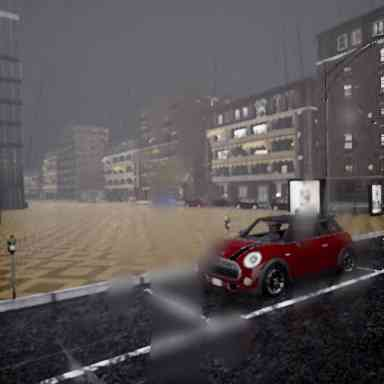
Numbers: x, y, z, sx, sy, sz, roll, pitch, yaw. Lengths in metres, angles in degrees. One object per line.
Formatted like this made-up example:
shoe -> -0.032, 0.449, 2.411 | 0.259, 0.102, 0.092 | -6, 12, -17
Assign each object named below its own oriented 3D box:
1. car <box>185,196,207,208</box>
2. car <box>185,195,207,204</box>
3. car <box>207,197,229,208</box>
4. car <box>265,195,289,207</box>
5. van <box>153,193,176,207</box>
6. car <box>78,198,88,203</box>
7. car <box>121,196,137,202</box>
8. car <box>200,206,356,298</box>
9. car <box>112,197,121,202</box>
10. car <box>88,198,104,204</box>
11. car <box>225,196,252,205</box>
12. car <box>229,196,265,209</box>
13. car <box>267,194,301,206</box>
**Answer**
car -> 0.805, 1.550, 47.352 | 1.887, 1.381, 4.507 | -3, 1, -36
car -> 0.694, 1.386, 61.914 | 1.967, 1.590, 4.097 | -3, 1, -36
car -> 4.590, 1.454, 46.720 | 1.994, 1.385, 4.181 | -2, 0, -36
car -> 10.162, 1.321, 34.375 | 2.008, 1.369, 4.403 | -3, 1, -36
van -> -4.126, 1.470, 54.230 | 1.690, 1.788, 3.998 | -3, 1, -36
car -> -28.975, 2.303, 88.547 | 1.887, 1.381, 4.507 | -3, 1, -36
car -> -15.660, 1.800, 84.451 | 1.967, 1.590, 4.097 | -3, 1, -36
car -> 2.133, 1.312, 8.098 | 4.097, 1.590, 1.967 | -1, 0, -36
car -> -18.925, 2.008, 88.960 | 1.947, 1.339, 4.313 | -3, 1, -36
car -> -22.435, 2.143, 79.531 | 2.008, 1.369, 4.403 | -3, 1, -36
car -> 7.300, 1.360, 52.944 | 1.802, 1.307, 4.206 | -3, 1, -36
car -> 6.892, 1.403, 38.883 | 2.008, 1.369, 4.403 | -3, 1, -36
car -> 12.563, 1.086, 45.765 | 1.967, 1.590, 4.097 | -3, 1, -36
